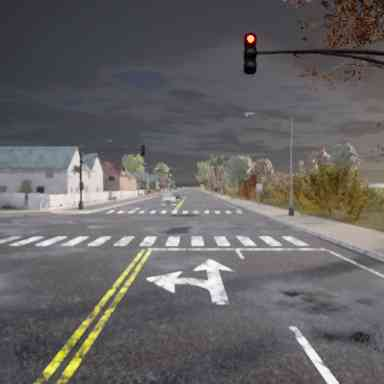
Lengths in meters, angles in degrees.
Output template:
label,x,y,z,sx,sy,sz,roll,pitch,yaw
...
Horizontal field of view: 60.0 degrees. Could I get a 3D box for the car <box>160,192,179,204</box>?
label,x,y,z,sx,sy,sz,roll,pitch,yaw
car,-3.259,0.987,47.137,1.812,1.442,4.674,0,2,0
